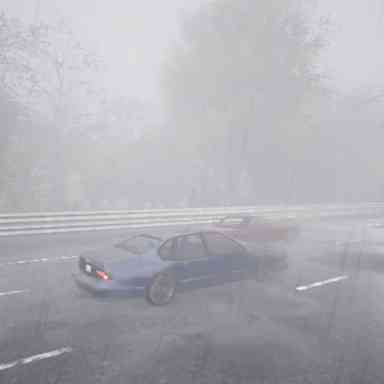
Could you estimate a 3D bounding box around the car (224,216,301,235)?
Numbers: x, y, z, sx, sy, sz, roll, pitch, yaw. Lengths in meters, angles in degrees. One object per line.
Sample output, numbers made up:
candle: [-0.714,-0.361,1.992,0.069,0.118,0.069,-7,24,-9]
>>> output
car: [2.511,1.651,14.142,4.718,1.301,1.895,0,0,-36]

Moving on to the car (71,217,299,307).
car: [-0.008,1.569,8.040,5.357,1.411,2.033,0,0,-36]
